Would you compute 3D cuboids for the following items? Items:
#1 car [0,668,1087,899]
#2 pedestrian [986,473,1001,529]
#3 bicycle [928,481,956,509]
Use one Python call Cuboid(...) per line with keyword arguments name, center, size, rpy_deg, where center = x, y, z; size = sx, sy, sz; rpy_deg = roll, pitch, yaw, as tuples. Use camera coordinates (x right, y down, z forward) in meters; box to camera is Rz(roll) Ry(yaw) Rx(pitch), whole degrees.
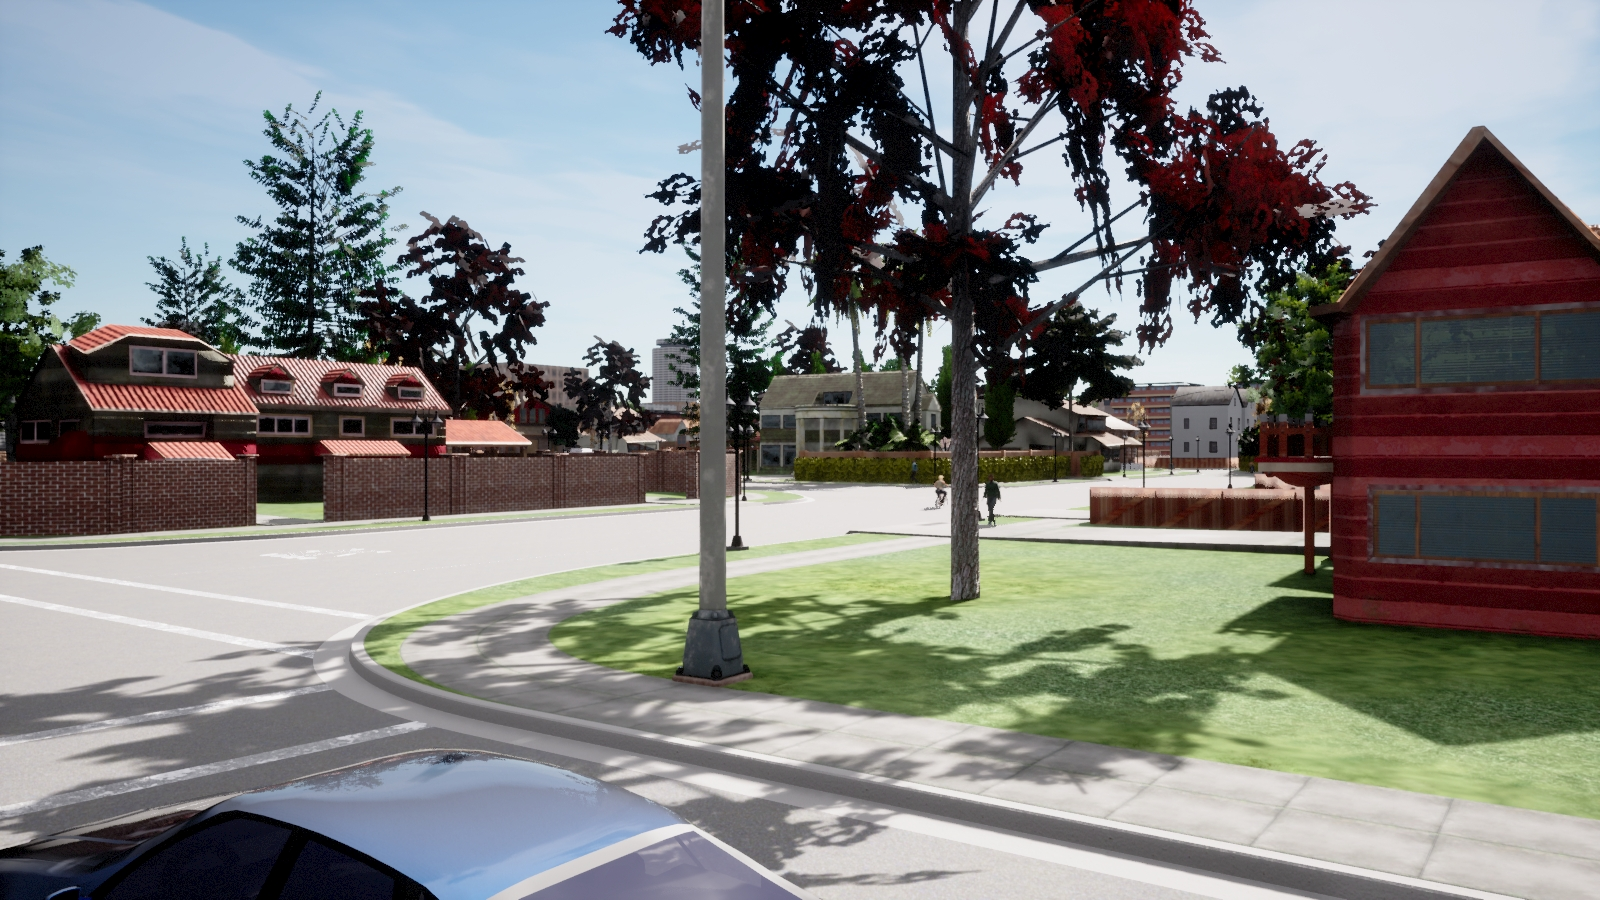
Cuboid(name="car", center=(-1.713, 2.106, 4.943), size=(5.357, 1.411, 2.033), rpy_deg=(0, 0, 36))
Cuboid(name="pedestrian", center=(6.524, 1.704, 38.577), size=(0.375, 1.860, 0.375), rpy_deg=(0, 0, 35))
Cuboid(name="bicycle", center=(6.791, 2.145, 54.601), size=(0.859, 1.301, 1.487), rpy_deg=(-1, -1, 28))
